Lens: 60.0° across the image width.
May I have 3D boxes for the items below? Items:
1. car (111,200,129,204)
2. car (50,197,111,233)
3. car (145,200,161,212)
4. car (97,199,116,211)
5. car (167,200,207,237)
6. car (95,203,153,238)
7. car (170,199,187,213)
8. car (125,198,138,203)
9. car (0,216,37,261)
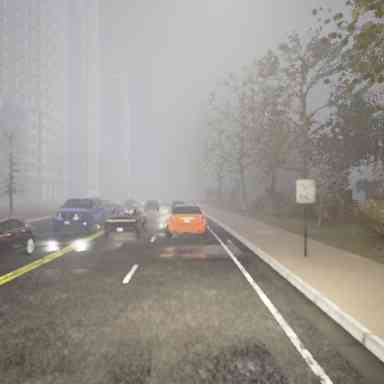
[{"bbox_3d":[-7.576,1.746,31.549,2.033,1.411,5.357,0,0,-4],"label":"car"},{"bbox_3d":[-6.996,1.357,21.106,2.150,2.045,5.566,0,0,-2],"label":"car"},{"bbox_3d":[-5.156,1.744,43.498,1.882,1.535,5.008,0,0,-4],"label":"car"},{"bbox_3d":[-12.050,1.837,47.120,1.837,1.490,4.892,0,0,-5],"label":"car"},{"bbox_3d":[-0.330,1.468,18.845,2.097,1.767,4.553,0,0,-2],"label":"car"},{"bbox_3d":[-3.563,1.608,18.426,2.128,1.511,4.902,0,0,-2],"label":"car"},{"bbox_3d":[-1.684,1.725,40.987,1.882,1.535,5.008,0,0,-4],"label":"car"},{"bbox_3d":[-8.814,1.698,47.415,2.097,1.767,4.553,0,0,-5],"label":"car"},{"bbox_3d":[-6.748,1.578,10.742,1.837,1.490,4.892,0,0,-2],"label":"car"}]
